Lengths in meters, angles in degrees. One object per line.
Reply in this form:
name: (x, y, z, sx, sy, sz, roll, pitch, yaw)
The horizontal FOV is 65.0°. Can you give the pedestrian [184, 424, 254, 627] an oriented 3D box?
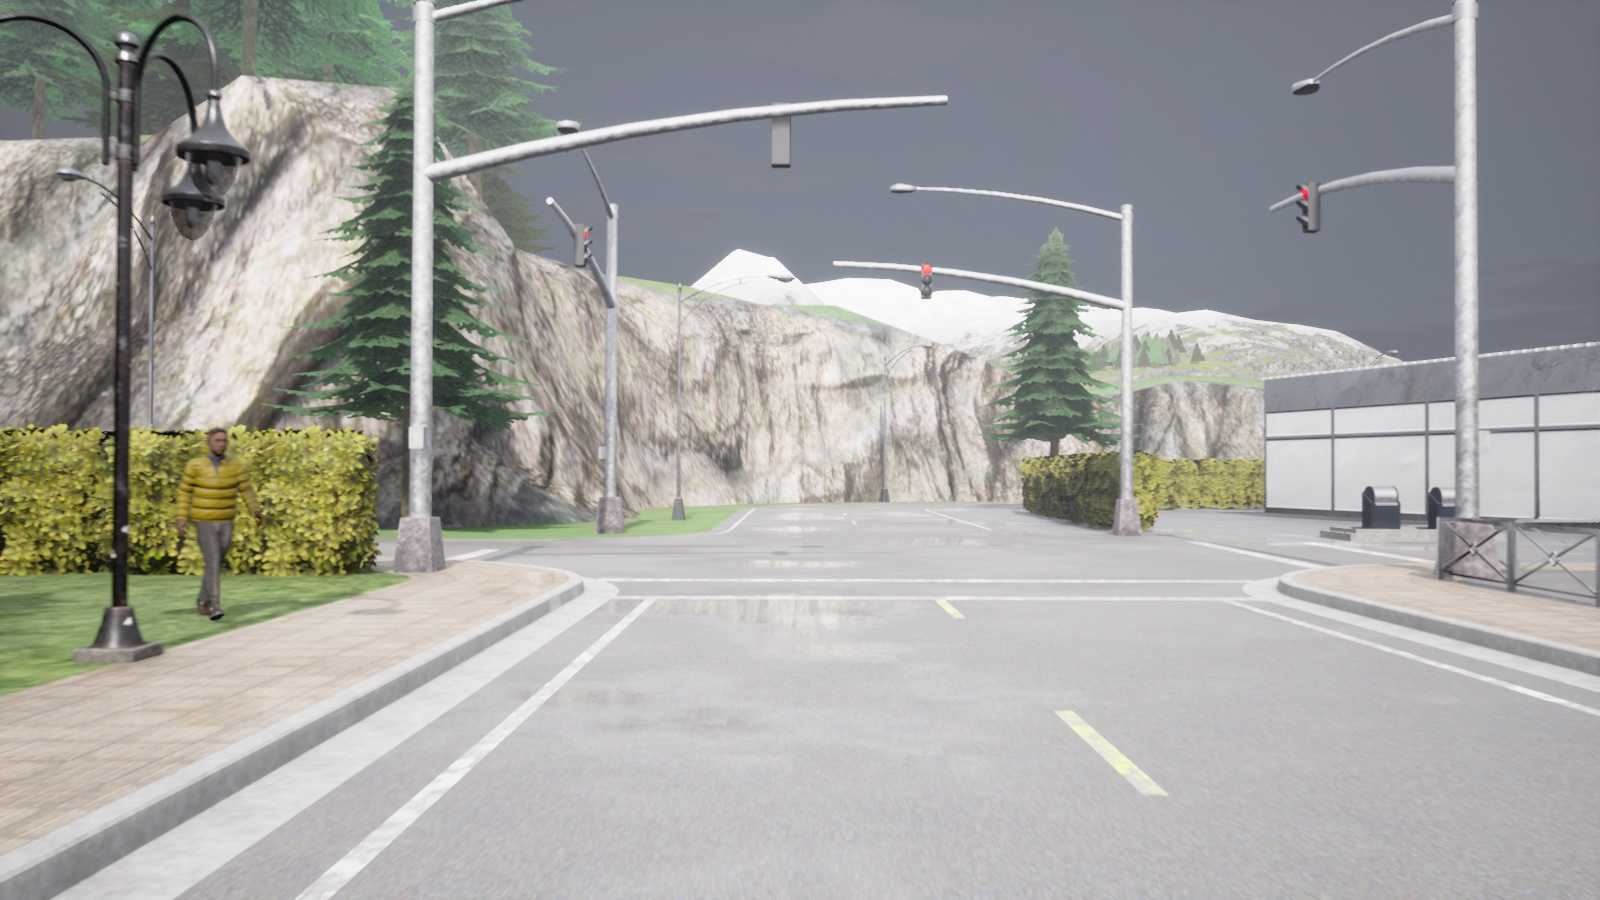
pedestrian: (-5.444, 0.689, 11.761, 0.431, 1.840, 0.709, 1, -1, -39)
